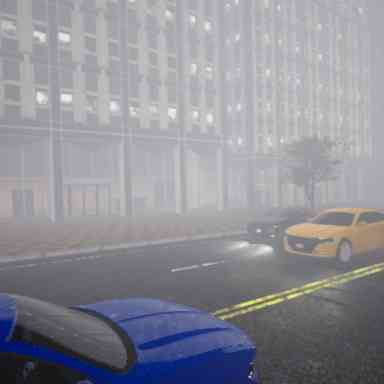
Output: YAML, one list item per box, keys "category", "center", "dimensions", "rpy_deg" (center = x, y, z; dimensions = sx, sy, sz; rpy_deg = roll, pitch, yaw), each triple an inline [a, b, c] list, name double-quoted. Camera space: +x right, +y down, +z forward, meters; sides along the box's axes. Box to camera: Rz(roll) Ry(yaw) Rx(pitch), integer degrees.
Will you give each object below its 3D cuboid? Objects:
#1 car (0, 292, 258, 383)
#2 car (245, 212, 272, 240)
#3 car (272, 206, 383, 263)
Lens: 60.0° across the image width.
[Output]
- category: "car"
  center: [-1.691, 1.480, 2.229]
  dimensions: [5.008, 1.535, 1.882]
  rpy_deg: [-1, 1, -35]
- category: "car"
  center: [4.344, 1.360, 14.723]
  dimensions: [4.181, 1.385, 1.994]
  rpy_deg: [-1, 1, -35]
- category: "car"
  center: [5.251, 1.294, 11.382]
  dimensions: [5.008, 1.535, 1.882]
  rpy_deg: [-1, 1, -35]
